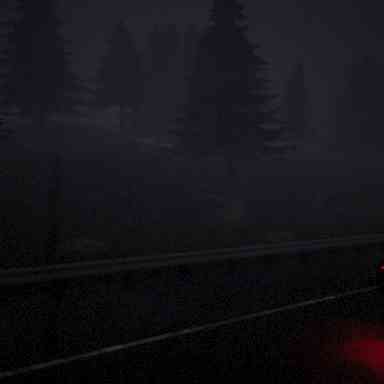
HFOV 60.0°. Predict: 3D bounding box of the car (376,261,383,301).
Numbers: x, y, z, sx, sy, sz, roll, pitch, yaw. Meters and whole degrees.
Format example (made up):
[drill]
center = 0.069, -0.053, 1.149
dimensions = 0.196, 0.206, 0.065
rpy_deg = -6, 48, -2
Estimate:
[car]
center = 5.760, 1.572, 6.668
dimensions = 4.892, 1.490, 1.837
rpy_deg = 1, -1, -30
